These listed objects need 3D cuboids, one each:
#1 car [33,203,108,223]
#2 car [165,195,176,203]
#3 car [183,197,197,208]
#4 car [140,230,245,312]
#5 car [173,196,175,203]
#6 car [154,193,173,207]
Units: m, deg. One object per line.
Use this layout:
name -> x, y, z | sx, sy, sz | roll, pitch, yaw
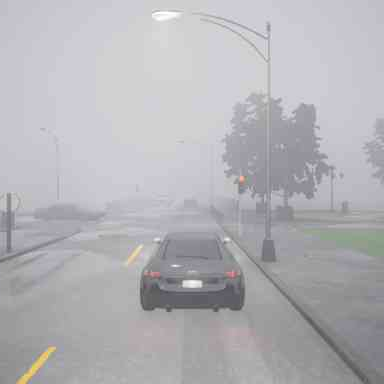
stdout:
car -> -9.101, 1.547, 24.898 | 5.357, 1.411, 2.033 | 0, 0, 12
car -> -4.554, 1.525, 71.489 | 2.128, 1.511, 4.902 | 0, 0, 0
car -> -0.260, 1.477, 48.735 | 1.882, 1.535, 5.008 | 0, 0, -1
car -> 0.004, 1.564, 7.779 | 1.994, 1.385, 4.181 | 0, 0, 0
car -> -4.537, 1.547, 61.247 | 2.033, 1.411, 5.357 | 0, 0, 0
car -> -4.495, 1.221, 50.995 | 2.150, 2.045, 5.566 | 0, 0, -1
